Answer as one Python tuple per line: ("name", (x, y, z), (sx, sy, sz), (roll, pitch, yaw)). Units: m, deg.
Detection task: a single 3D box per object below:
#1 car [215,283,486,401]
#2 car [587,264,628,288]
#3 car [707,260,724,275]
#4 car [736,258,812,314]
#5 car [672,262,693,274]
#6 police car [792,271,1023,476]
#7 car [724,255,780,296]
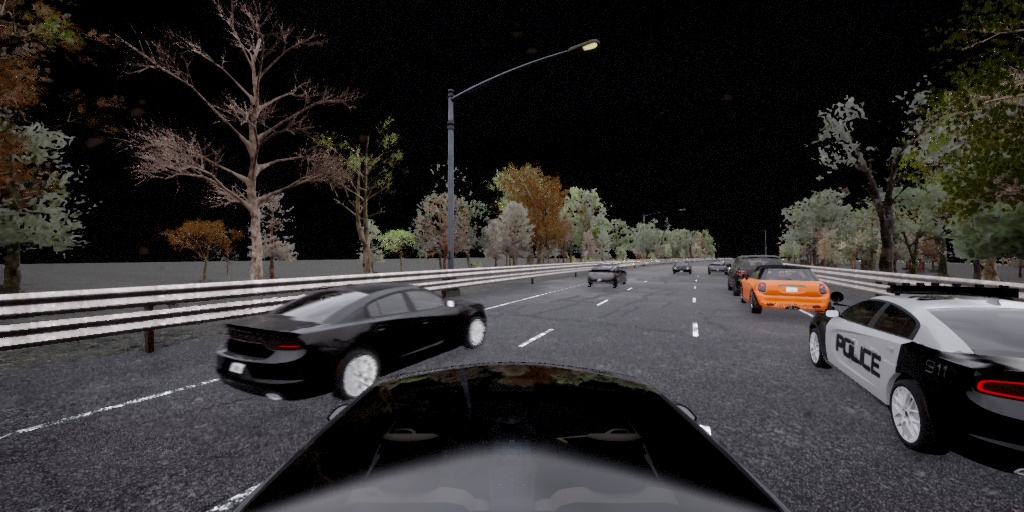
("car", (-2.284, 1.228, 6.615), (1.882, 1.535, 5.008), (0, 0, 26))
("car", (6.429, 1.246, 23.903), (2.128, 1.511, 4.902), (0, 0, 27))
("car", (22.535, 1.262, 39.295), (2.128, 1.511, 4.902), (0, 0, 30))
("car", (9.961, 1.102, 13.425), (2.097, 1.767, 4.553), (0, 0, 27))
("car", (19.425, 1.370, 40.781), (1.895, 1.301, 4.718), (0, 0, 29))
("police car", (5.618, 1.175, 4.712), (1.930, 1.638, 5.238), (0, 0, 26))
("car", (12.686, 0.978, 18.753), (2.150, 2.045, 5.566), (0, 0, 27))
